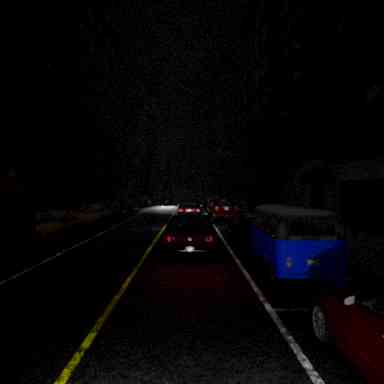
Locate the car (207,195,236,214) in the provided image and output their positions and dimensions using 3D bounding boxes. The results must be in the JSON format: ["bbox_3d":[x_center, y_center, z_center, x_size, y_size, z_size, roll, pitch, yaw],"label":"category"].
[{"bbox_3d":[2.471,1.231,25.778,1.967,1.590,4.097,0,0,0],"label":"car"}]

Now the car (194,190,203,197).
[{"bbox_3d":[2.176,0.793,82.802,1.967,1.590,4.097,0,0,0],"label":"car"}]

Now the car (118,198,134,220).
[{"bbox_3d":[-6.055,1.337,25.703,1.887,1.381,4.507,0,0,0],"label":"car"}]

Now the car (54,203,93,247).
[{"bbox_3d":[-5.967,1.408,14.342,1.752,1.417,4.829,0,0,0],"label":"car"}]

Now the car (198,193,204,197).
[{"bbox_3d":[2.299,1.167,48.154,2.008,1.369,4.403,0,0,0],"label":"car"}]

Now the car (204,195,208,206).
[{"bbox_3d":[2.428,1.187,31.372,1.967,1.590,4.097,0,0,0],"label":"car"}]

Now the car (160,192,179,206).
[{"bbox_3d":[-3.408,1.117,47.134,2.128,1.511,4.902,0,0,0],"label":"car"}]

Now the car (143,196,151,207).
[{"bbox_3d":[-6.183,1.211,42.490,2.008,1.369,4.403,0,0,0],"label":"car"}]

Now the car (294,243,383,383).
[{"bbox_3d":[2.643,1.553,3.404,1.802,1.307,4.206,0,0,0],"label":"car"}]

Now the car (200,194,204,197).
[{"bbox_3d":[2.342,1.241,42.561,1.802,1.307,4.206,0,0,0],"label":"car"}]

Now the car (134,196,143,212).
[{"bbox_3d":[-6.098,1.292,31.299,1.887,1.381,4.507,0,0,0],"label":"car"}]

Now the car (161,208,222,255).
[{"bbox_3d":[-0.061,1.496,12.734,1.895,1.301,4.718,0,0,0],"label":"car"}]

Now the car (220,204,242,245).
[{"bbox_3d":[2.557,1.431,14.591,2.008,1.369,4.403,0,0,0],"label":"car"}]

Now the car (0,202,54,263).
[{"bbox_3d":[-5.926,1.241,8.915,2.192,1.841,5.009,0,0,0],"label":"car"}]

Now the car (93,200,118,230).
[{"bbox_3d":[-6.010,1.363,19.938,1.752,1.417,4.829,0,0,0],"label":"car"}]

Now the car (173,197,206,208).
[{"bbox_3d":[-0.180,1.335,26.166,2.033,1.411,5.357,0,0,0],"label":"car"}]

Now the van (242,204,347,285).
[{"bbox_3d":[2.599,1.266,8.995,1.690,1.788,3.998,0,0,0],"label":"van"}]

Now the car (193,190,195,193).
[{"bbox_3d":[2.139,0.707,94.140,1.967,1.590,4.097,0,0,0],"label":"car"}]
